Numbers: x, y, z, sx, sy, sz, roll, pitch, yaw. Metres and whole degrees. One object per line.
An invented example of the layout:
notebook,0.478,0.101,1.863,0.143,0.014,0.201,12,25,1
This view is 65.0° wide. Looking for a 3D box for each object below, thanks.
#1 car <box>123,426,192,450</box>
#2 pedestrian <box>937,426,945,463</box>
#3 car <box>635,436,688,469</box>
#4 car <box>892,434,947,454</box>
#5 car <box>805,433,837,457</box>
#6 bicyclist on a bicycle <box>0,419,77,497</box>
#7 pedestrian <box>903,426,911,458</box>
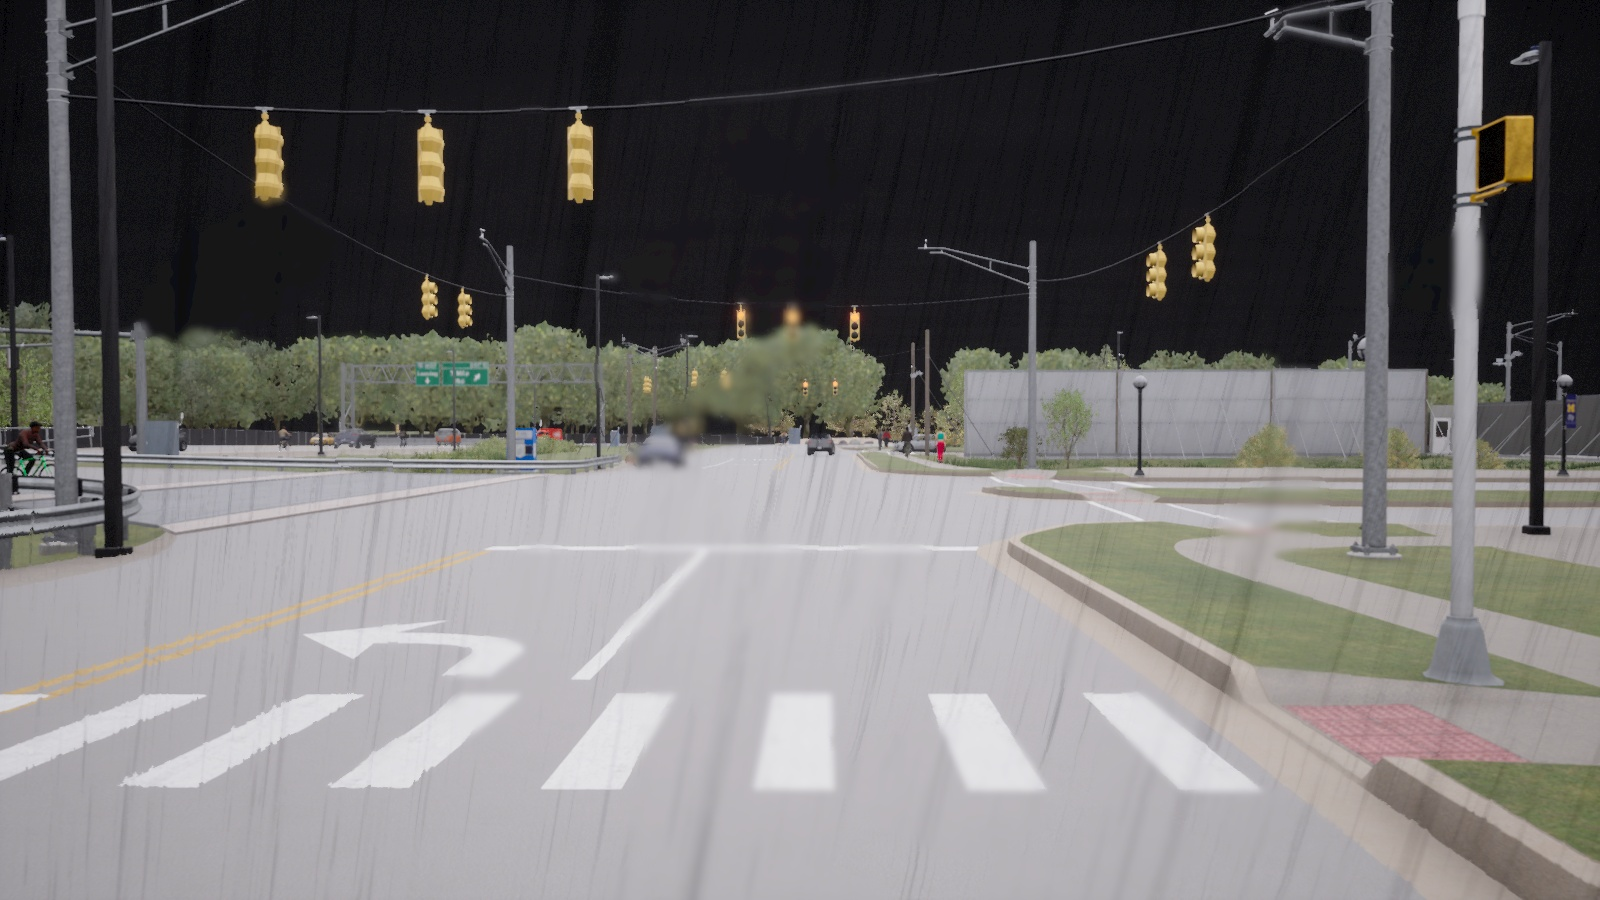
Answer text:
car,-40.510,-0.752,79.267,2.007,1.525,4.514,0,0,1
pedestrian,6.995,-0.263,62.420,0.345,1.836,0.594,0,2,0
car,-6.292,0.100,57.543,1.812,1.442,4.674,0,1,1
car,9.193,-0.479,97.040,3.806,1.475,1.970,1,2,-9
car,1.436,-0.356,83.716,1.845,1.501,3.633,0,1,5
bicyclist on a bicycle,-16.780,0.178,27.408,1.656,1.620,0.582,-2,0,8
pedestrian,6.236,-0.449,73.109,0.431,1.840,0.703,0,2,5
